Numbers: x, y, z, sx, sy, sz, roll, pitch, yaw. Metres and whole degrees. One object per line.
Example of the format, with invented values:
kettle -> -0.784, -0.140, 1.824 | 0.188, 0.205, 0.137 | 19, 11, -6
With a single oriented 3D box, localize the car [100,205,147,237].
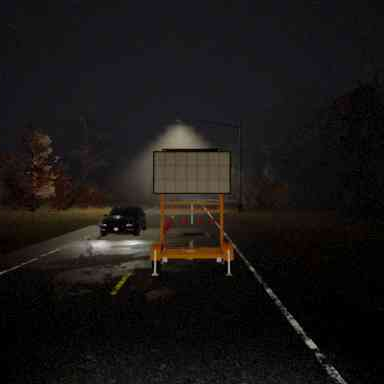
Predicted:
car -> -3.599, 1.504, 18.191 | 1.837, 1.490, 4.892 | 0, 0, 0

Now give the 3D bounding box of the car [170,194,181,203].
car -> -3.490, 1.227, 71.297 | 2.150, 2.045, 5.566 | 0, 0, 0

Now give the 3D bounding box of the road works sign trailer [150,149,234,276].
road works sign trailer -> 0.000, 0.464, 10.349 | 2.380, 3.560, 2.880 | 0, 0, 0
